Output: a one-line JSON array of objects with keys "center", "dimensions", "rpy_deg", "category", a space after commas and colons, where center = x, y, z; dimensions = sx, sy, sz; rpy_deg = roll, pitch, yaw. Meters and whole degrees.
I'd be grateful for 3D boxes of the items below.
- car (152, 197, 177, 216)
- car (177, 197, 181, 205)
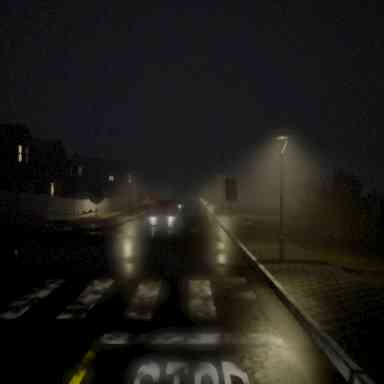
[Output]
[{"center": [-2.769, 1.472, 32.253], "dimensions": [1.882, 1.535, 5.008], "rpy_deg": [0, 1, 0], "category": "car"}, {"center": [-2.786, 1.536, 56.837], "dimensions": [1.895, 1.301, 4.718], "rpy_deg": [0, 0, 0], "category": "car"}]
